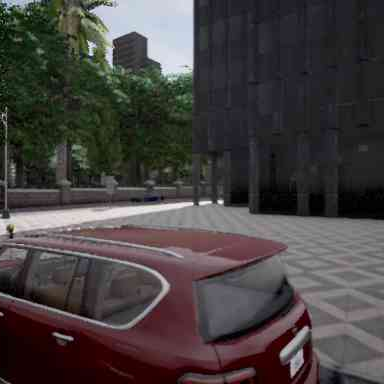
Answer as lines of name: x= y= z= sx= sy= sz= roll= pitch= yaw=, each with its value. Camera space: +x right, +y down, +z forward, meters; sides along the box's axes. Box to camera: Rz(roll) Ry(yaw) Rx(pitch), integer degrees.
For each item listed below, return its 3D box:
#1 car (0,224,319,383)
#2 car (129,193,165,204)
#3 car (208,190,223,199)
car: x=-1.184 y=1.312 z=3.808 sx=5.009 sy=1.841 sz=2.192 roll=0 pitch=0 yaw=36
car: x=-5.643 y=0.836 z=42.203 sx=1.895 sy=1.301 sz=4.718 roll=0 pitch=1 yaw=36
car: x=4.842 y=0.428 z=56.593 sx=2.033 sy=1.411 sz=5.357 roll=0 pitch=1 yaw=36
